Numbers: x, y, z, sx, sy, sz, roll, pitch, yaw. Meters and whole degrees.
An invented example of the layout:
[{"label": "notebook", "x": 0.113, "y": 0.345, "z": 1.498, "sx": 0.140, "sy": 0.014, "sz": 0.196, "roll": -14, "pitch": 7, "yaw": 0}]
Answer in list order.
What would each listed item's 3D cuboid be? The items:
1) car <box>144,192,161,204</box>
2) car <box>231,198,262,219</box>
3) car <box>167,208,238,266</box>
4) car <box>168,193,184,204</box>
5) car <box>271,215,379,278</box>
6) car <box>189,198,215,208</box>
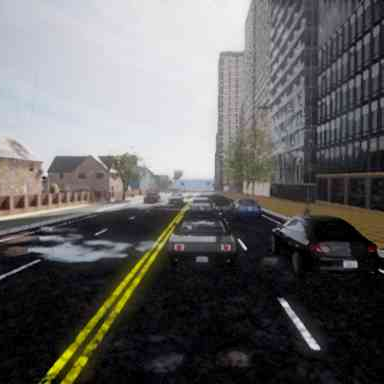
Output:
[{"label": "car", "x": -5.348, "y": 0.750, "z": 45.318, "sx": 1.882, "sy": 1.535, "sz": 5.008, "roll": 0, "pitch": 1, "yaw": 2}, {"label": "car", "x": 3.989, "y": 1.165, "z": 24.910, "sx": 2.033, "sy": 1.411, "sz": 5.357, "roll": 0, "pitch": 1, "yaw": 2}, {"label": "car", "x": 0.343, "y": 1.425, "z": 10.834, "sx": 1.895, "sy": 1.301, "sz": 4.718, "roll": 0, "pitch": 1, "yaw": 2}, {"label": "car", "x": -2.100, "y": 0.833, "z": 45.353, "sx": 2.033, "sy": 1.411, "sz": 5.357, "roll": 0, "pitch": 1, "yaw": 2}, {"label": "car", "x": 3.556, "y": 1.382, "z": 9.602, "sx": 1.812, "sy": 1.442, "sz": 4.674, "roll": 0, "pitch": 1, "yaw": 2}, {"label": "car", "x": 0.740, "y": 1.150, "z": 25.008, "sx": 2.033, "sy": 1.411, "sz": 5.357, "roll": 0, "pitch": 1, "yaw": 2}]
